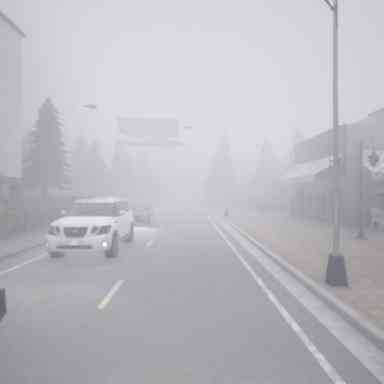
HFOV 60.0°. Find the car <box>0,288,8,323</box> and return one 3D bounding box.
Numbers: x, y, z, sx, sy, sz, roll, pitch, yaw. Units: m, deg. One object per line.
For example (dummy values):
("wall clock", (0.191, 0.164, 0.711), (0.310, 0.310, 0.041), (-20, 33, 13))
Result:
("car", (-3.603, 1.614, 2.624), (1.895, 1.301, 4.718), (0, 0, 0))

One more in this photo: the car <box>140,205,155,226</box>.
("car", (-3.739, 1.596, 23.472), (1.994, 1.385, 4.181), (0, 0, 0))

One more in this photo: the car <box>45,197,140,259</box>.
("car", (-3.688, 1.246, 13.130), (2.150, 2.045, 5.566), (0, 0, 0))
